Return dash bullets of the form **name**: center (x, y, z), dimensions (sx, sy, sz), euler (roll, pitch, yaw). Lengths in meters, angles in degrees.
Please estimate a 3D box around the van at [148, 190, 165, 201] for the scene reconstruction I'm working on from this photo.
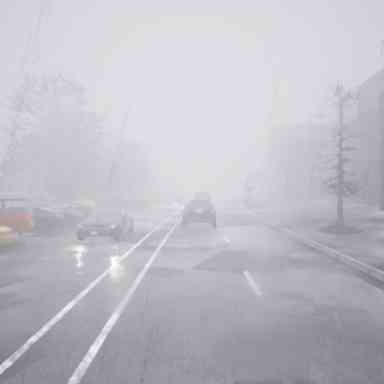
- **van**: center (-7.382, 0.874, 56.081), dimensions (4.442, 1.987, 1.878), euler (-1, 1, -16)

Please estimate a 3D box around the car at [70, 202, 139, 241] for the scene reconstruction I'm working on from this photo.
- **car**: center (-4.025, 1.433, 16.170), dimensions (1.812, 1.442, 4.674), euler (0, 0, 1)

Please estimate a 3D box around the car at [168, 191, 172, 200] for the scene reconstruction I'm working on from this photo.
- **car**: center (-6.881, 1.028, 62.036), dimensions (5.008, 1.535, 2.097), euler (-1, 0, -16)

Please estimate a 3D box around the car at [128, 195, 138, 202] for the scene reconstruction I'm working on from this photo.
- **car**: center (-8.554, 1.328, 35.380), dimensions (4.674, 1.452, 2.002), euler (-1, 0, -17)

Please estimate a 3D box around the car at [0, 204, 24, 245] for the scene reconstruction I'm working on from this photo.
- **car**: center (-9.179, 1.412, 11.729), dimensions (5.366, 1.575, 1.946), euler (-1, 0, -19)

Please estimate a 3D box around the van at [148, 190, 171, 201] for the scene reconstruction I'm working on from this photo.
- **van**: center (-6.586, 0.728, 67.897), dimensions (4.442, 1.987, 1.878), euler (-1, 1, -16)

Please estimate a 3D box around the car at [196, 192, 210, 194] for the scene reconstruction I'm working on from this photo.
- **car**: center (1.324, 0.972, 40.839), dimensions (2.150, 2.045, 5.566), euler (0, 0, 3)

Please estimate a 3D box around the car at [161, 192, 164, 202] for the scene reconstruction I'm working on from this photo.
- **car**: center (-7.498, 1.160, 53.156), dimensions (4.792, 1.488, 2.163), euler (-1, 1, -16)

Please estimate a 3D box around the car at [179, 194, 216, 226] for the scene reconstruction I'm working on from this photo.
- **car**: center (0.497, 1.229, 22.093), dimensions (2.097, 1.767, 4.553), euler (0, 0, 2)

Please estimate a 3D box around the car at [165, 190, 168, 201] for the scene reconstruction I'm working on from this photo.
- **car**: center (-7.103, 0.939, 59.069), dimensions (4.553, 1.767, 2.185), euler (-1, 0, -16)

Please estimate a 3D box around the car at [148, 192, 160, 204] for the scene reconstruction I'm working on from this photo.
- **car**: center (-7.691, 1.184, 47.300), dimensions (5.366, 1.575, 1.946), euler (-1, 0, -16)

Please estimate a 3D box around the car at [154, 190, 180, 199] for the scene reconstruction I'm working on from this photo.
- **car**: center (-5.854, 0.577, 76.807), dimensions (5.566, 2.045, 2.435), euler (-1, 0, -16)

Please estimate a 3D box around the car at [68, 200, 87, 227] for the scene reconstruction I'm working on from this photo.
- **car**: center (-9.120, 1.415, 20.558), dimensions (4.674, 1.452, 2.002), euler (0, 0, -18)

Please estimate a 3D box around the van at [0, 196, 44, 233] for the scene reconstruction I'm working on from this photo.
- **van**: center (-9.189, 1.175, 14.676), dimensions (4.442, 1.987, 1.878), euler (-1, 0, -19)

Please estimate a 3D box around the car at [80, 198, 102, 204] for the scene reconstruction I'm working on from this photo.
- **car**: center (-9.041, 1.401, 23.505), dimensions (4.674, 1.452, 2.002), euler (-1, 1, -18)

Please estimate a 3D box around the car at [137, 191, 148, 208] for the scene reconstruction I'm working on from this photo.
- **car**: center (-8.205, 1.117, 41.320), dimensions (4.553, 1.767, 2.185), euler (-1, 1, -17)

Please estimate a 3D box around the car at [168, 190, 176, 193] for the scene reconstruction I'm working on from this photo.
- **car**: center (-6.706, 0.740, 64.972), dimensions (5.566, 2.045, 2.435), euler (-1, 1, -16)

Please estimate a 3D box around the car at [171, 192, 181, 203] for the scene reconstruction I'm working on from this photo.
- **car**: center (-1.966, 1.197, 56.929), dimensions (1.895, 1.301, 4.718), euler (0, 1, 4)

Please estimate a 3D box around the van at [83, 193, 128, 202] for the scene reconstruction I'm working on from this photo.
- **van**: center (-8.809, 1.085, 32.370), dimensions (4.442, 1.987, 1.878), euler (-1, 1, -18)

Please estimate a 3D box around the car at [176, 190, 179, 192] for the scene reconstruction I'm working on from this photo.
- **car**: center (-5.907, 0.864, 73.911), dimensions (5.366, 1.575, 1.946), euler (-1, 0, -16)

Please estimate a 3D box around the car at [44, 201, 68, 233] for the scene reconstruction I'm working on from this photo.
- **car**: center (-9.222, 1.429, 17.606), dimensions (4.674, 1.452, 2.002), euler (-1, 1, -19)

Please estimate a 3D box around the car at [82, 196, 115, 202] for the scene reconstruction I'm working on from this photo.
- **car**: center (-9.122, 1.345, 26.417), dimensions (5.366, 1.575, 1.946), euler (-1, 1, -18)

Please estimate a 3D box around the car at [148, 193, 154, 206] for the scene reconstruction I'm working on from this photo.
- **car**: center (-8.063, 1.219, 44.281), dimensions (4.892, 1.521, 2.231), euler (-1, 0, -17)

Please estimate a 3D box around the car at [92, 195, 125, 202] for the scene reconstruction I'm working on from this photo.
- **car**: center (-8.820, 1.328, 29.441), dimensions (5.008, 1.535, 2.097), euler (-1, 1, -18)

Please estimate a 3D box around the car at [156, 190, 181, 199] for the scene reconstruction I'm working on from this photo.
- **car**: center (-5.704, 0.536, 79.732), dimensions (5.566, 2.045, 2.435), euler (-1, 1, -16)
